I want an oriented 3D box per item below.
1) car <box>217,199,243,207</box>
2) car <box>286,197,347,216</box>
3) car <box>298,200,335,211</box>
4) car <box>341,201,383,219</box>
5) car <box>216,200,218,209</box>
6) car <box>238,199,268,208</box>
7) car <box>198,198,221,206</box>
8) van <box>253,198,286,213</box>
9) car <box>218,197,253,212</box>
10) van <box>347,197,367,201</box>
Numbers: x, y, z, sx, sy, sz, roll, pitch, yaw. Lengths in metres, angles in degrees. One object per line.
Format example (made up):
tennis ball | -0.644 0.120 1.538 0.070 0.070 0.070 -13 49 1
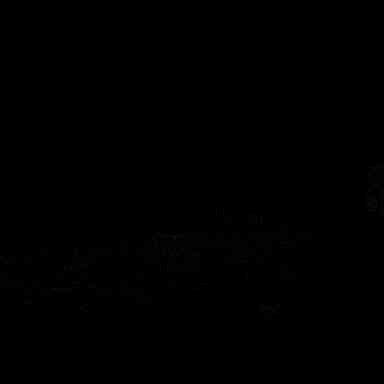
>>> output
car | 6.542 1.872 58.011 1.887 1.381 4.507 -1 0 -36
car | 12.810 1.517 34.563 2.192 1.841 5.009 -1 0 -36
car | 16.446 1.736 44.148 1.947 1.339 4.313 -1 0 -36
car | 16.118 1.727 29.942 1.802 1.307 4.206 -1 0 -36
car | 2.911 1.915 48.428 2.008 1.369 4.403 -1 0 -36
car | 9.744 1.803 53.528 1.752 1.417 4.829 -1 0 -36
car | 3.241 1.929 62.631 2.008 1.369 4.403 -1 0 -36
van | 9.510 1.599 39.185 1.690 1.788 3.998 -1 0 -36
car | 6.208 1.627 43.806 2.192 1.841 5.009 -1 0 -36
van | 19.742 1.456 39.526 1.690 1.788 3.998 -1 0 -36
